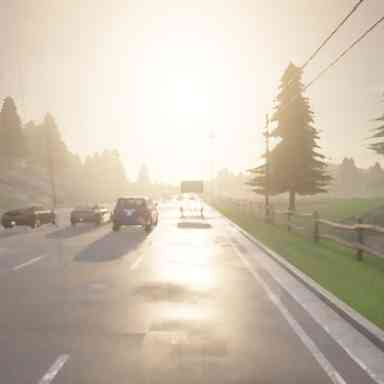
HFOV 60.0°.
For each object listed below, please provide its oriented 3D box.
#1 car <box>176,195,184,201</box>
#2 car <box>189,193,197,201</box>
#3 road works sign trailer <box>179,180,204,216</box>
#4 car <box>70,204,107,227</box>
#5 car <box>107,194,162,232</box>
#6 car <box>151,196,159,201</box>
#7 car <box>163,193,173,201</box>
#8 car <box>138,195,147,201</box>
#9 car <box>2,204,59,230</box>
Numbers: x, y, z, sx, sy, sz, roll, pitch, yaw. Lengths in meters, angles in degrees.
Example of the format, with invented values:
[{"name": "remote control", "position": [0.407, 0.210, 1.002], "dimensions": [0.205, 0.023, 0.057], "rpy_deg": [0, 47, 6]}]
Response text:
[{"name": "car", "position": [-3.500, 1.739, 94.592], "dimensions": [2.033, 1.411, 5.357], "rpy_deg": [0, 0, 0]}, {"name": "car", "position": [0.000, 1.725, 95.008], "dimensions": [1.812, 1.442, 4.674], "rpy_deg": [0, 0, 0]}, {"name": "road works sign trailer", "position": [0.000, 0.540, 34.124], "dimensions": [2.380, 3.560, 2.880], "rpy_deg": [0, 0, 0]}, {"name": "car", "position": [-6.901, 1.543, 23.200], "dimensions": [2.128, 1.511, 4.902], "rpy_deg": [0, 0, 0]}, {"name": "car", "position": [-3.402, 1.268, 20.742], "dimensions": [2.150, 2.045, 5.566], "rpy_deg": [0, 0, 0]}, {"name": "car", "position": [-10.500, 1.754, 95.008], "dimensions": [1.994, 1.385, 4.181], "rpy_deg": [0, 0, 0]}, {"name": "car", "position": [-7.000, 1.425, 94.622], "dimensions": [2.150, 2.045, 5.566], "rpy_deg": [0, 0, 0]}, {"name": "car", "position": [-14.000, 1.701, 94.622], "dimensions": [1.837, 1.490, 4.892], "rpy_deg": [0, 0, 0]}, {"name": "car", "position": [-10.399, 1.554, 21.759], "dimensions": [1.837, 1.490, 4.892], "rpy_deg": [0, 0, 0]}]
